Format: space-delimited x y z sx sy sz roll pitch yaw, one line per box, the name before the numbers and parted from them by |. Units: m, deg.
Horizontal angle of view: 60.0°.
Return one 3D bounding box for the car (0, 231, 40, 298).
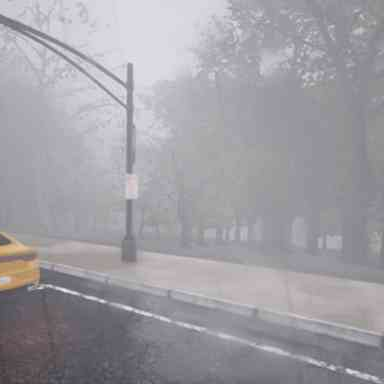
car | -5.515 1.494 7.616 5.008 1.535 1.882 0 0 35
